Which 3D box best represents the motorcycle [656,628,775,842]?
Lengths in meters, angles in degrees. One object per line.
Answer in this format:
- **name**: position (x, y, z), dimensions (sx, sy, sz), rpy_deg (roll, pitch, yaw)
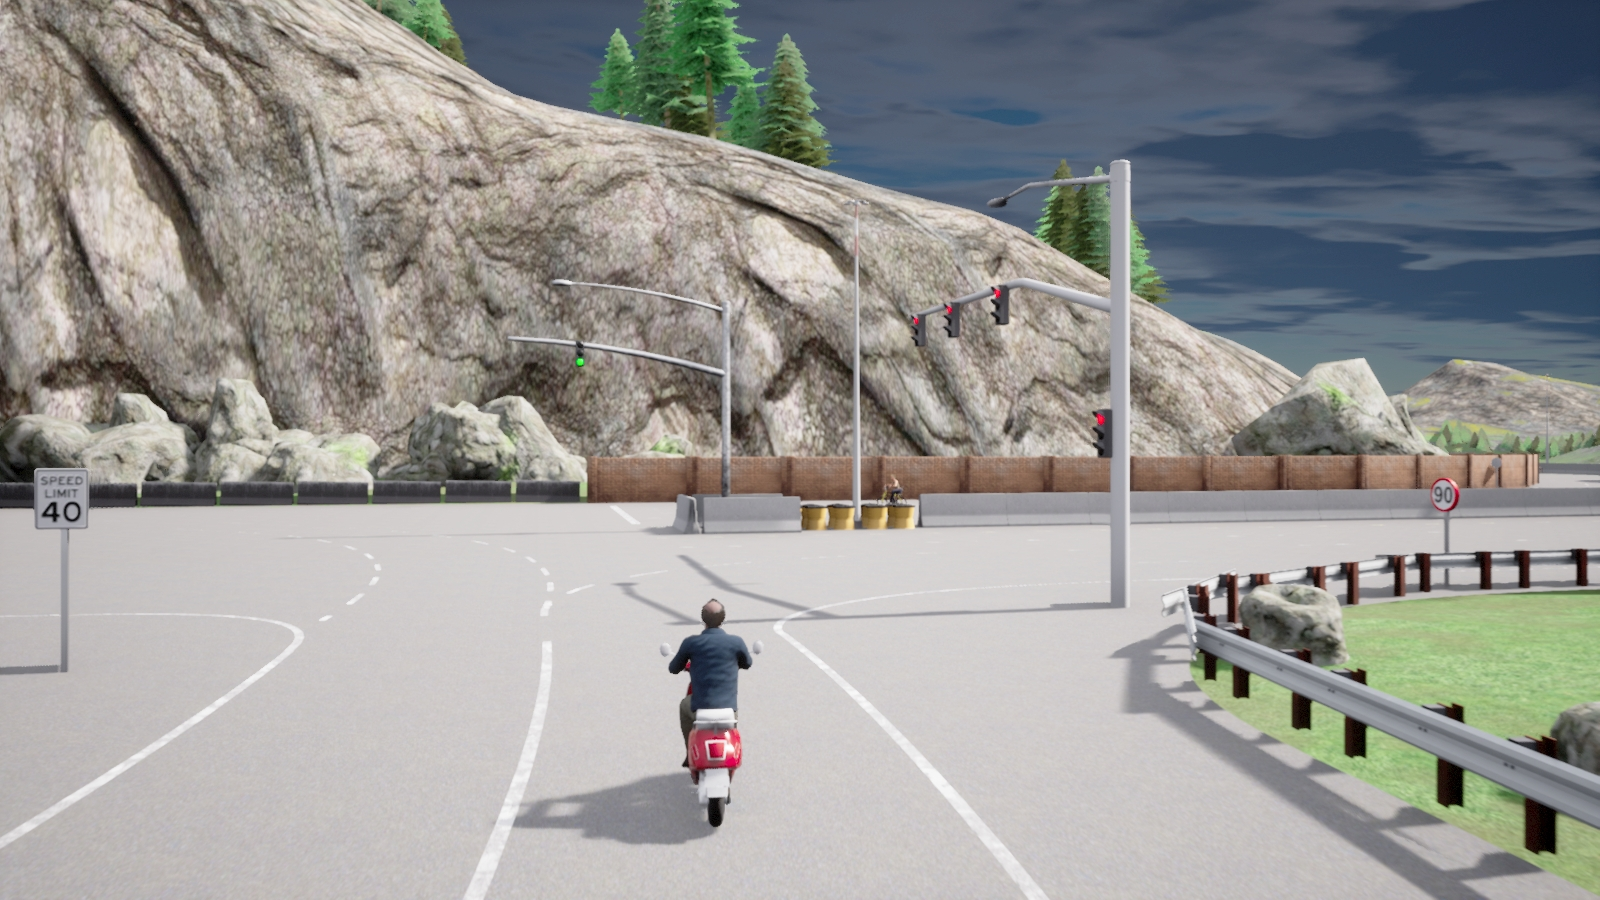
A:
- **motorcycle**: position (-0.704, 2.175, 9.080), dimensions (0.856, 1.236, 1.805), rpy_deg (0, 0, -6)
